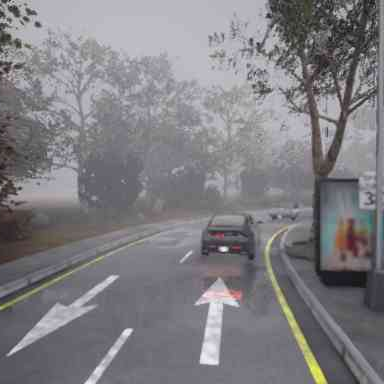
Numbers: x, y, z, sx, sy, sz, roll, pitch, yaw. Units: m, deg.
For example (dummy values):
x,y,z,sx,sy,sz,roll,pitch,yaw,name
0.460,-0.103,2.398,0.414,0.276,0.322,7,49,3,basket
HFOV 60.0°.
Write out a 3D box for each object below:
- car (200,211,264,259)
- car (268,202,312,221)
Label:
x,y,z,sx,sy,sz,roll,pitch,yaw,name
1.623,1.518,12.892,1.837,1.490,4.892,0,1,15,car
7.729,1.434,25.363,1.895,1.301,4.718,1,1,41,car
